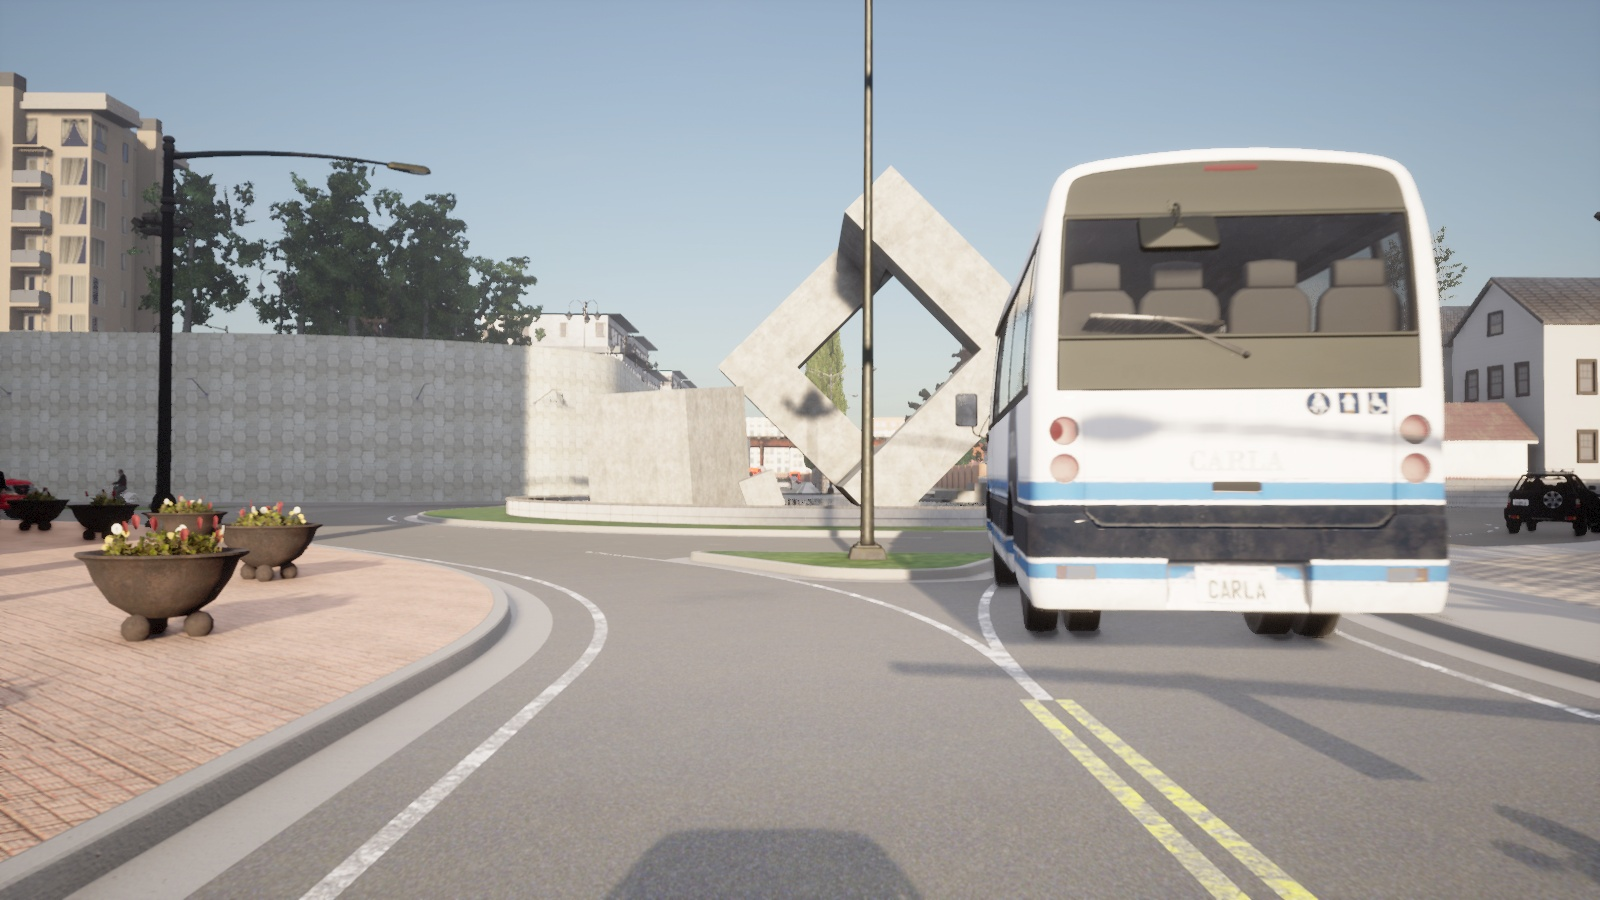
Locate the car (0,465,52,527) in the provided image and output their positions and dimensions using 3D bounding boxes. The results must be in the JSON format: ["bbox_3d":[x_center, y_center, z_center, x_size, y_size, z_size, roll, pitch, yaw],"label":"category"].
[{"bbox_3d":[-28.612,1.542,42.447,5.566,2.045,2.150,0,-1,7],"label":"car"}]

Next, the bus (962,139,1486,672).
[{"bbox_3d":[4.056,-0.251,15.336,3.944,4.253,10.273,-1,-1,7],"label":"bus"}]

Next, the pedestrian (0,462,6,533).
[{"bbox_3d":[-21.161,1.250,32.958,0.376,1.854,0.720,0,-1,-20],"label":"pedestrian"}]

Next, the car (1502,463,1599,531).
[{"bbox_3d":[21.816,1.309,36.288,1.932,1.855,4.605,-1,-1,39],"label":"car"}]
